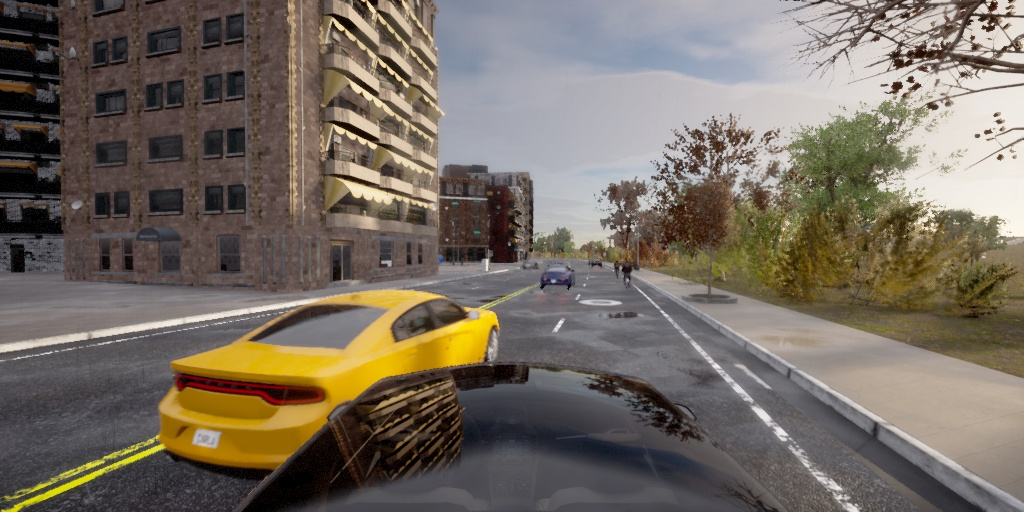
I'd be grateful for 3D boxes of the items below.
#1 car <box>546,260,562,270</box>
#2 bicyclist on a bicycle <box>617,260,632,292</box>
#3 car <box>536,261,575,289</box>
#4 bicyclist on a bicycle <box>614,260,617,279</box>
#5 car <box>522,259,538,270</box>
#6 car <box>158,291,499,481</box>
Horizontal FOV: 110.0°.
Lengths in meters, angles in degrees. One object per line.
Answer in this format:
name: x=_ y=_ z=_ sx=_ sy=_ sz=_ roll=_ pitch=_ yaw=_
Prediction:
car: x=6.233 y=1.333 z=52.931 sx=1.895 sy=1.301 sz=4.718 roll=0 pitch=0 yaw=12
bicyclist on a bicycle: x=6.530 y=1.114 z=20.398 sx=0.659 sy=1.776 sz=1.843 roll=0 pitch=0 yaw=14
car: x=2.961 y=1.270 z=22.823 sx=1.812 sy=1.442 sz=4.674 roll=0 pitch=0 yaw=14
bicyclist on a bicycle: x=9.111 y=1.192 z=31.137 sx=0.582 sy=1.620 sz=1.656 roll=0 pitch=0 yaw=13
car: x=2.653 y=1.229 z=51.654 sx=2.128 sy=1.511 sz=4.902 roll=0 pitch=0 yaw=12
car: x=-1.658 y=1.227 z=5.106 sx=1.882 sy=1.535 sz=5.008 roll=0 pitch=0 yaw=15
